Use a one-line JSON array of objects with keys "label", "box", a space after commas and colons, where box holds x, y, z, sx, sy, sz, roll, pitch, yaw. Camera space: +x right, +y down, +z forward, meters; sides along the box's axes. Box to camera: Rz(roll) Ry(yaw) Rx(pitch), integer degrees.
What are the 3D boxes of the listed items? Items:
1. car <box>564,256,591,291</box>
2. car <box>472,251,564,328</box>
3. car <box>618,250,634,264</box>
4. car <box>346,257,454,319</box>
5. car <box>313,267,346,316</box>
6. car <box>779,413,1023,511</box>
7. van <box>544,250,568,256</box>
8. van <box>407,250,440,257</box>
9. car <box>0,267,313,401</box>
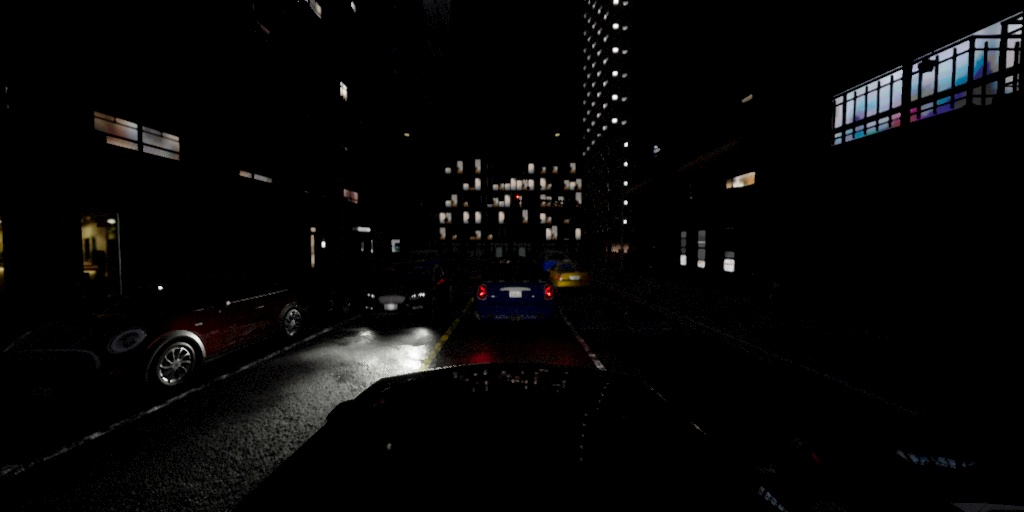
[{"label": "car", "box": [2.686, 0.847, 17.675, 1.751, 1.417, 4.829, 0, 0, 0]}, {"label": "car", "box": [0.079, 0.861, 10.553, 2.097, 1.767, 4.553, 0, 2, 0]}, {"label": "car", "box": [15.225, -0.009, 42.439, 5.009, 1.841, 2.192, 0, 0, 0]}, {"label": "car", "box": [-3.095, 0.973, 11.596, 2.128, 1.511, 4.902, 0, 2, 0]}, {"label": "car", "box": [-5.694, 1.038, 11.932, 1.948, 1.339, 4.313, 0, 0, 0]}, {"label": "car", "box": [2.690, 1.328, 0.706, 2.007, 1.370, 4.403, 0, 0, 0]}, {"label": "van", "box": [2.685, 0.510, 23.104, 1.690, 1.789, 3.998, 0, 0, 0]}, {"label": "van", "box": [-5.696, 0.510, 23.132, 1.690, 1.789, 3.998, 0, 0, 0]}, {"label": "car", "box": [-5.692, 1.064, 6.332, 1.967, 1.591, 4.097, 0, 0, 0]}]
